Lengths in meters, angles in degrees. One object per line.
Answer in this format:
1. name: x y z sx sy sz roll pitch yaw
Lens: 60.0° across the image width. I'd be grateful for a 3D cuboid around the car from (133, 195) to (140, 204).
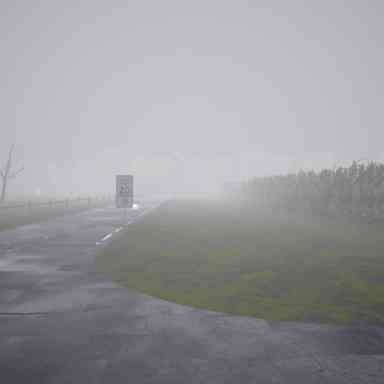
1. car: -9.423 1.146 52.368 1.895 1.301 4.718 1 0 -2
